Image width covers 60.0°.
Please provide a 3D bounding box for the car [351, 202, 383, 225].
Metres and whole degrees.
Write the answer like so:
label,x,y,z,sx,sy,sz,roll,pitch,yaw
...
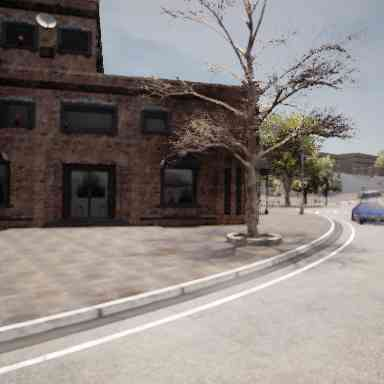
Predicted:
label,x,y,z,sx,sy,sz,roll,pitch,yaw
car,12.380,1.454,23.173,1.812,1.442,4.674,0,0,17
